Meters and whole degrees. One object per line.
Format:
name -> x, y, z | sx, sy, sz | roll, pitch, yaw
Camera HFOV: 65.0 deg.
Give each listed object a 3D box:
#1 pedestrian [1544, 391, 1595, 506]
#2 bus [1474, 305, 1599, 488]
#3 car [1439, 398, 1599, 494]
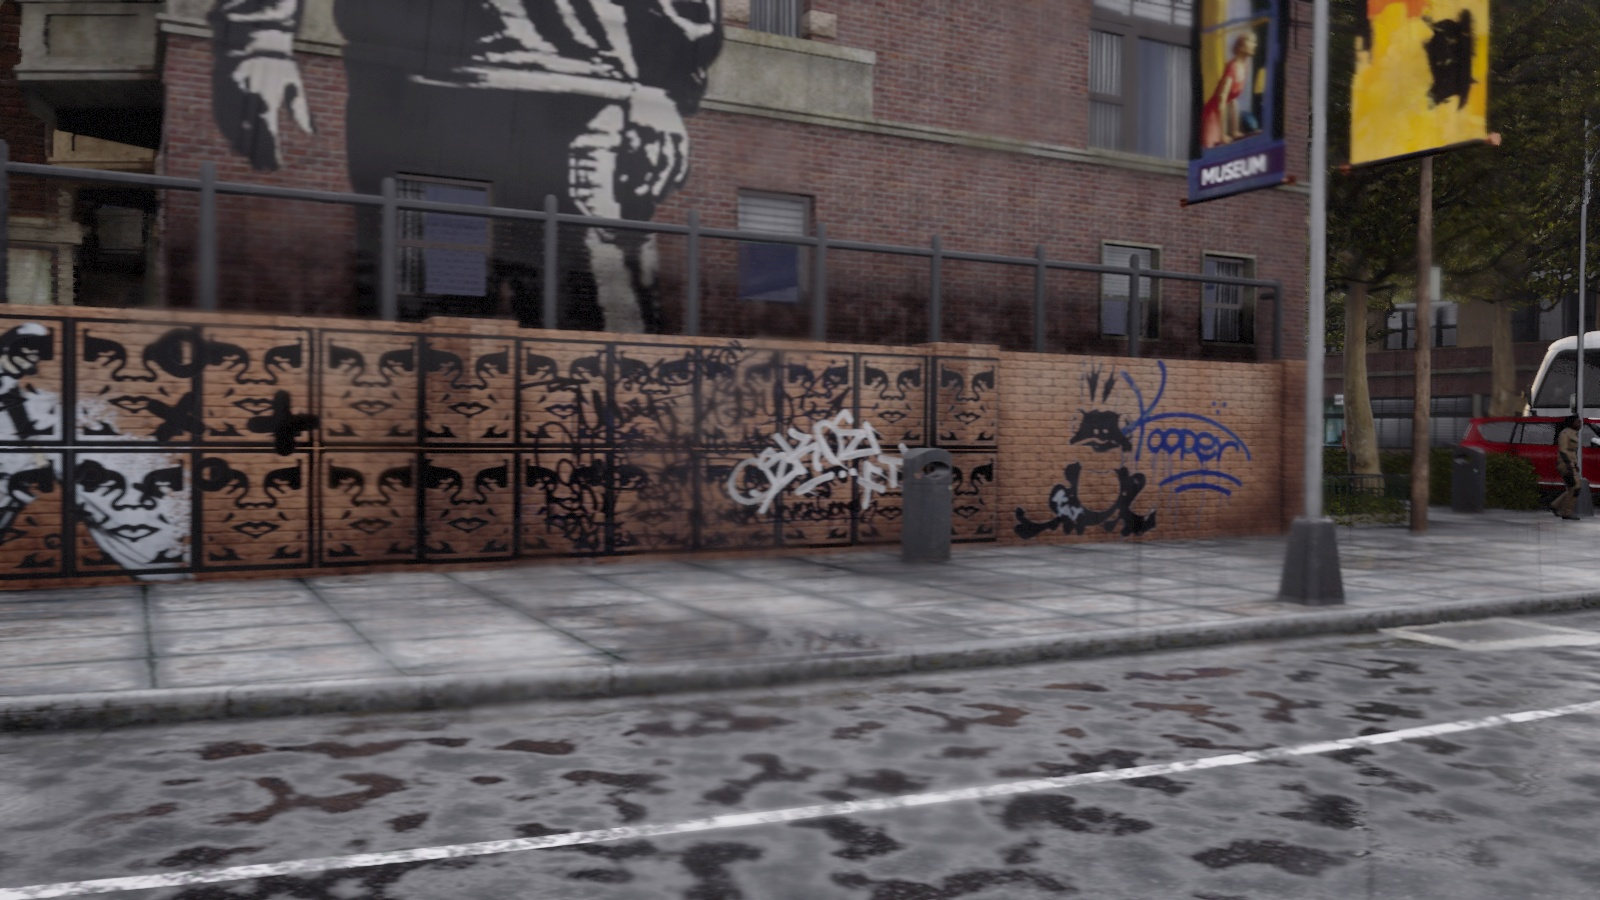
pedestrian -> 13.130, -0.021, 21.439 | 0.692, 1.930, 0.396 | 0, 1, 39
bus -> 21.585, -1.259, 28.593 | 3.944, 4.253, 10.273 | -1, 1, -40
car -> 17.517, -0.109, 28.006 | 2.150, 2.045, 5.566 | -1, 1, -28
